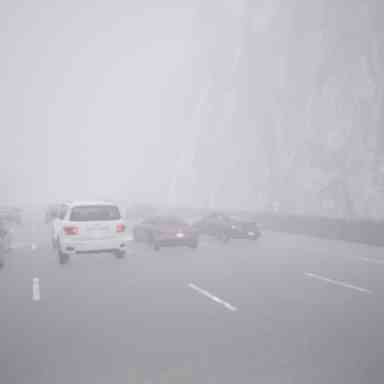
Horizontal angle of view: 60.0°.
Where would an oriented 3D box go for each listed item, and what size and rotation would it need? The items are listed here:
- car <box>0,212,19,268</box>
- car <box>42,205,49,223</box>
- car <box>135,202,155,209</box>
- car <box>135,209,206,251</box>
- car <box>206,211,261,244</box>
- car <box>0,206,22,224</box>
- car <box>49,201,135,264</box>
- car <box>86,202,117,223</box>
[{"bbox_3d":[-7.214,1.653,11.213,2.033,1.411,5.357,0,-1,-25],"label":"car"},{"bbox_3d":[-10.980,1.673,27.109,1.837,1.490,4.892,0,0,-25],"label":"car"},{"bbox_3d":[-4.673,1.707,30.145,1.837,1.490,4.892,0,0,-25],"label":"car"},{"bbox_3d":[-1.328,1.711,15.155,1.994,1.385,4.181,0,0,-25],"label":"car"},{"bbox_3d":[1.665,1.690,17.013,1.812,1.442,4.674,0,0,-25],"label":"car"},{"bbox_3d":[-14.029,1.750,25.364,1.895,1.301,4.718,0,0,-25],"label":"car"},{"bbox_3d":[-4.082,1.347,12.783,2.150,2.045,5.566,0,0,-25],"label":"car"},{"bbox_3d":[-7.995,1.708,28.983,1.812,1.442,4.674,0,0,-25],"label":"car"}]
